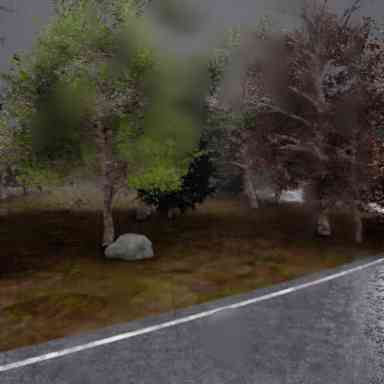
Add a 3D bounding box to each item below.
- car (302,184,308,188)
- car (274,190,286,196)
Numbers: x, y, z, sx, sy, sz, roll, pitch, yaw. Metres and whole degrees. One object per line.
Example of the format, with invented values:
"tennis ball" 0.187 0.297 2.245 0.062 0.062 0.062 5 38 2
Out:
"car" 25.580 -1.523 70.750 4.553 1.767 2.097 -6 3 -33
"car" 15.163 -0.010 57.227 1.895 1.301 4.718 -3 2 15
